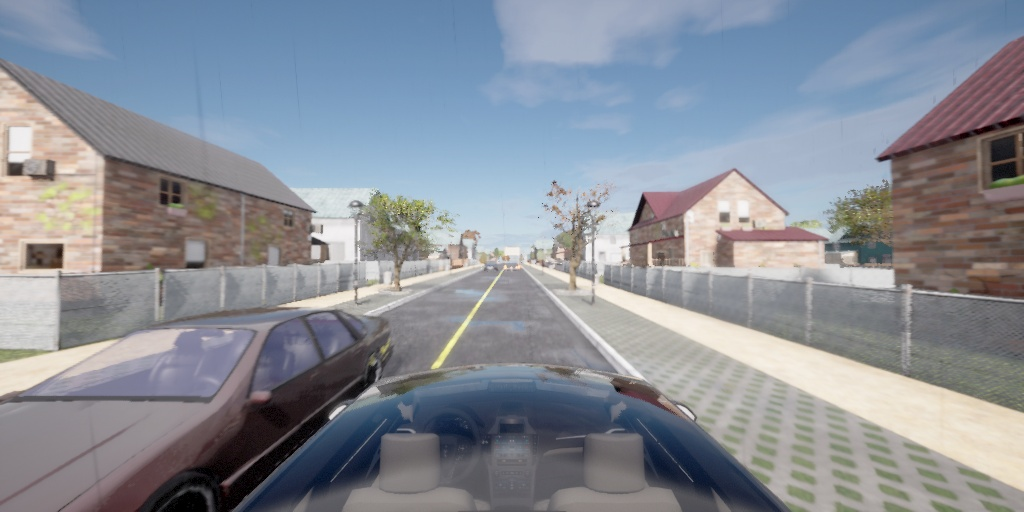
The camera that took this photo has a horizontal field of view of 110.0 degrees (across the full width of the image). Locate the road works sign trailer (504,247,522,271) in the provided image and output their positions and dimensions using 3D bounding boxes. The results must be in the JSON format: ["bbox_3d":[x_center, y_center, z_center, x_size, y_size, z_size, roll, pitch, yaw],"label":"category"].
[{"bbox_3d":[0.014,0.364,51.196,2.380,3.560,2.880,0,0,0],"label":"road works sign trailer"}]

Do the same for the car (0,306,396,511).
[{"bbox_3d":[-2.848,1.298,3.740,2.033,1.411,5.357,0,0,0],"label":"car"}]

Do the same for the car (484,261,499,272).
[{"bbox_3d":[-2.814,1.413,48.861,1.812,1.442,4.674,0,-1,0],"label":"car"}]
